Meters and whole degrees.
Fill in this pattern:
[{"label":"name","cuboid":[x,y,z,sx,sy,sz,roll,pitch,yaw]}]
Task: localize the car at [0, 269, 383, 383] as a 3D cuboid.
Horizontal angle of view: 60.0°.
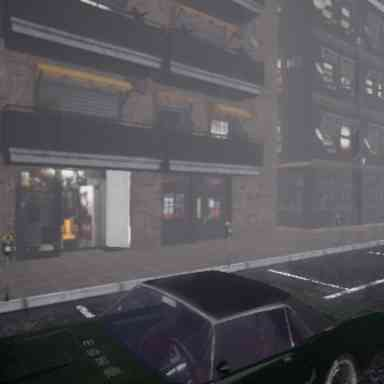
[{"label":"car","cuboid":[-0.115,1.610,3.297,4.718,1.301,1.895,0,0,-35]}]
